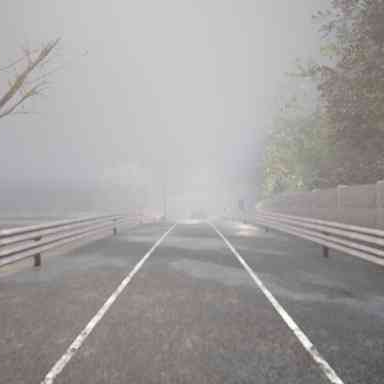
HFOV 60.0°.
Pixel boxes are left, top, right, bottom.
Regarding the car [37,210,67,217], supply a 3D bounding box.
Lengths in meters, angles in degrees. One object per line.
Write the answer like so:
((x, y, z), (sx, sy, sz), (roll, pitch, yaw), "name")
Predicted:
((-23.096, 3.720, 55.139), (4.553, 1.767, 2.097), (3, -6, -38), "car")

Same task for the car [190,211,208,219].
((1.818, 5.617, 80.973), (2.150, 2.045, 5.566), (-3, -5, 34), "car")
